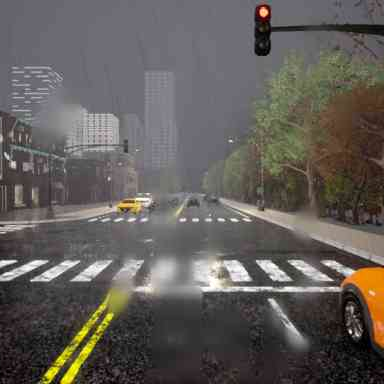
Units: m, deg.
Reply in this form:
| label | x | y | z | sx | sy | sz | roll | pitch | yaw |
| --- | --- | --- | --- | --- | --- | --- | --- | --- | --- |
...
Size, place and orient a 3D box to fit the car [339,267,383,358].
| label | x | y | z | sx | sy | sz | roll | pitch | yaw |
| --- | --- | --- | --- | --- | --- | --- | --- | --- | --- |
| car | 3.360 | 1.351 | 3.419 | 2.097 | 1.767 | 4.553 | 0 | 0 | 0 |

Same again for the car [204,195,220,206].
| label | x | y | z | sx | sy | sz | roll | pitch | yaw |
| --- | --- | --- | --- | --- | --- | --- | --- | --- | --- |
| car | 3.477 | 1.472 | 54.480 | 2.128 | 1.511 | 4.902 | 0 | 0 | 0 |

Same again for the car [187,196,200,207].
| label | x | y | z | sx | sy | sz | roll | pitch | yaw |
| --- | --- | --- | --- | --- | --- | --- | --- | --- | --- |
| car | 0.221 | 1.529 | 51.379 | 2.033 | 1.411 | 5.357 | 0 | 0 | 0 |

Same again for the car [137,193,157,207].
| label | x | y | z | sx | sy | sz | roll | pitch | yaw |
| --- | --- | --- | --- | --- | --- | --- | --- | --- | --- |
| car | -6.483 | 1.206 | 44.851 | 2.150 | 2.045 | 5.566 | 0 | 0 | 0 |

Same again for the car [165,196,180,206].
| label | x | y | z | sx | sy | sz | roll | pitch | yaw |
| --- | --- | --- | --- | --- | --- | --- | --- | --- | --- |
| car | -3.203 | 1.472 | 54.964 | 2.128 | 1.511 | 4.902 | 0 | 0 | 0 |

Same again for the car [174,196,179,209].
| label | x | y | z | sx | sy | sz | roll | pitch | yaw |
| --- | --- | --- | --- | --- | --- | --- | --- | --- | --- |
| car | -3.233 | 1.548 | 44.935 | 1.994 | 1.385 | 4.181 | 0 | 0 | 0 |

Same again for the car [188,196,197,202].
| label | x | y | z | sx | sy | sz | roll | pitch | yaw |
| --- | --- | --- | --- | --- | --- | --- | --- | --- | --- |
| car | 0.181 | 1.565 | 74.953 | 1.895 | 1.301 | 4.718 | 0 | 0 | 0 |

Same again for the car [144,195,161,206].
| label | x | y | z | sx | sy | sz | roll | pitch | yaw |
| --- | --- | --- | --- | --- | --- | --- | --- | --- | --- |
| car | -6.454 | 1.332 | 54.812 | 2.097 | 1.767 | 4.553 | 0 | 0 | 0 |

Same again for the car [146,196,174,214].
| label | x | y | z | sx | sy | sz | roll | pitch | yaw |
| --- | --- | --- | --- | --- | --- | --- | --- | --- | --- |
| car | -3.263 | 1.467 | 34.925 | 1.882 | 1.535 | 5.008 | 0 | 0 | 0 |

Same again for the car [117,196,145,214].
| label | x | y | z | sx | sy | sz | roll | pitch | yaw |
| --- | --- | --- | --- | --- | --- | --- | --- | --- | --- |
| car | -6.510 | 1.467 | 34.913 | 1.882 | 1.535 | 5.008 | 0 | 0 | 0 |
